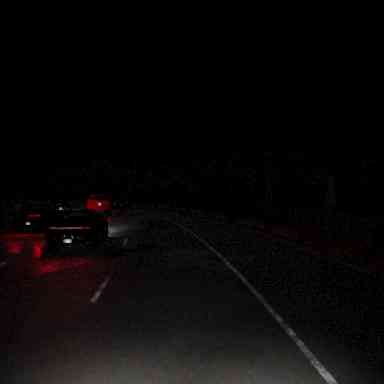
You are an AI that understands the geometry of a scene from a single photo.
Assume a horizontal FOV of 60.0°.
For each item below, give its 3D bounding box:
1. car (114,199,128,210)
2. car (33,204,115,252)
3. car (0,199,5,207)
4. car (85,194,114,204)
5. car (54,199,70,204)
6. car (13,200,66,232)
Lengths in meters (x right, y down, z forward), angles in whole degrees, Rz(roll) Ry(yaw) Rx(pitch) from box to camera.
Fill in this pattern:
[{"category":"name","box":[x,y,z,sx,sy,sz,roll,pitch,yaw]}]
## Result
[{"category":"car","box":[-9.701,1.588,43.105,1.994,1.385,4.181,0,0,-25]},{"category":"car","box":[-4.698,1.501,14.080,2.128,1.511,4.902,0,0,-8]},{"category":"car","box":[-26.240,1.600,44.514,1.994,1.385,4.181,0,0,-29]},{"category":"car","box":[-9.465,1.238,33.365,2.150,2.045,5.566,0,-1,-20]},{"category":"car","box":[-14.735,1.527,37.210,1.837,1.490,4.892,0,-1,-22]},{"category":"car","box":[-9.450,1.506,20.499,2.128,1.511,4.902,0,0,-12]}]
